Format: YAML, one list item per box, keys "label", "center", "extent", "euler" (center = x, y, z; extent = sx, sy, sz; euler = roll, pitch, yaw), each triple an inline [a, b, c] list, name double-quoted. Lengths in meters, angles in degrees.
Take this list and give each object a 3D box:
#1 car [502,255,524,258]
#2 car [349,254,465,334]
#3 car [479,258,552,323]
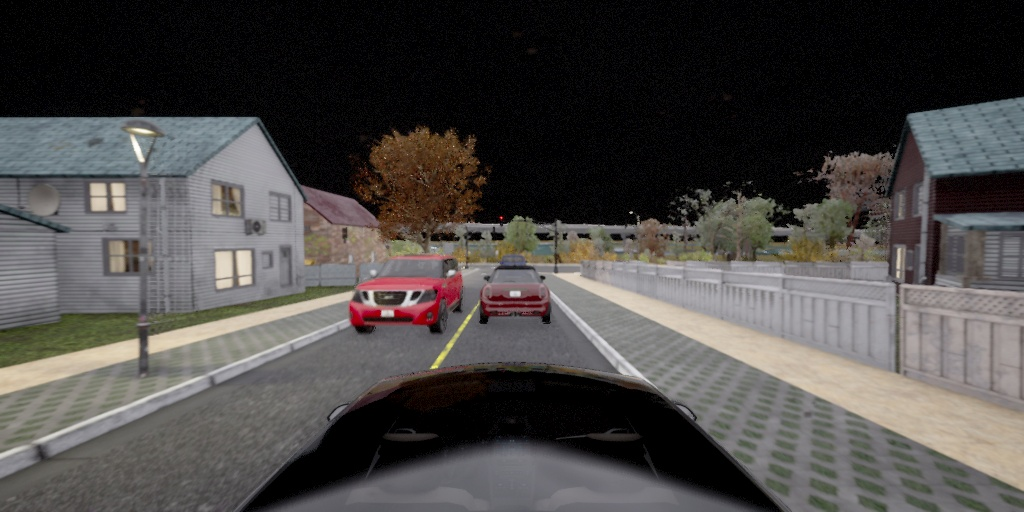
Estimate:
- label: "car"
  center: [0.084, 0.929, 28.201]
  extent: [2.150, 2.045, 5.566]
  euler: [0, 0, 0]
- label: "car"
  center: [-2.789, 0.954, 10.876]
  extent: [2.150, 2.045, 5.566]
  euler: [0, 0, 1]
- label: "car"
  center: [0.094, 1.080, 12.181]
  extent: [2.097, 1.767, 4.553]
  euler: [0, 0, 0]
